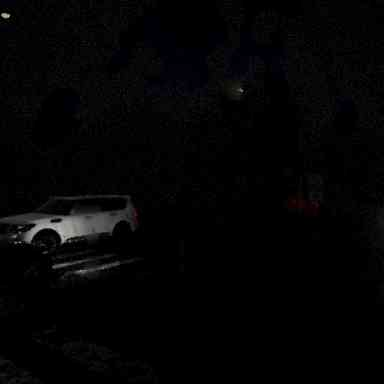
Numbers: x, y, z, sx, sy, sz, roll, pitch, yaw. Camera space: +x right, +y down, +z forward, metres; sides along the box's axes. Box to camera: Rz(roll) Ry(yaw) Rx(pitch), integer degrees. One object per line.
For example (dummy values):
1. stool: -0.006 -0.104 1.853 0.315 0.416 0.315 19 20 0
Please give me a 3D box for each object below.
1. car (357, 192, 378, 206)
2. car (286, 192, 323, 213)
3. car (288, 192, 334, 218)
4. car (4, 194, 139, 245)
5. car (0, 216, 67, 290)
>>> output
1. car: 26.631 1.089 50.458 2.150 2.045 5.566 0 -1 36
2. car: 12.165 1.025 35.615 2.150 2.045 5.566 0 0 36
3. car: 10.212 1.042 27.958 2.150 2.045 5.566 0 0 36
4. car: -4.516 1.120 12.775 2.150 2.045 5.566 0 0 36
5. car: -5.234 1.488 6.778 1.812 1.442 4.674 1 1 36
